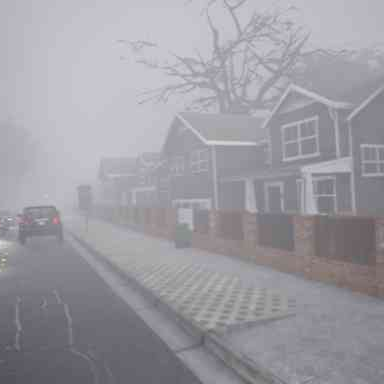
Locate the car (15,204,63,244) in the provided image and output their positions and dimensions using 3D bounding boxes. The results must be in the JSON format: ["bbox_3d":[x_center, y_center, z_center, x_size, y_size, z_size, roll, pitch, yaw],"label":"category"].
[{"bbox_3d":[-8.919,1.770,19.535,2.150,2.045,5.566,-3,0,-26],"label":"car"}]

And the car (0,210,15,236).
[{"bbox_3d":[-14.324,2.341,23.955,2.128,1.511,4.902,-3,0,-26],"label":"car"}]

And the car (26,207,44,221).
[{"bbox_3d":[-20.285,2.759,42.884,1.882,1.535,5.008,-3,0,-26],"label":"car"}]

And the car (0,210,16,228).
[{"bbox_3d":[-18.930,2.649,33.506,1.837,1.490,4.892,-3,0,-25],"label":"car"}]
